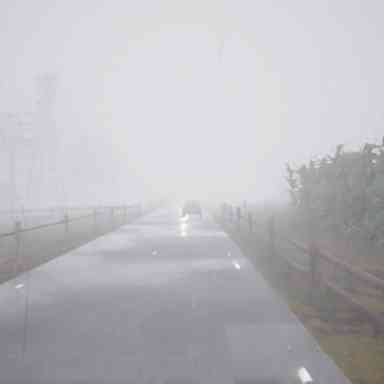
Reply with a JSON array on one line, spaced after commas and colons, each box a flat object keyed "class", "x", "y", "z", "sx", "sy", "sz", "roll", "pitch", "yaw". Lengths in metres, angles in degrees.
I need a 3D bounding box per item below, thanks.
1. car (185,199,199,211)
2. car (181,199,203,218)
[{"class": "car", "x": 0.050, "y": 1.695, "z": 45.537, "sx": 1.837, "sy": 1.490, "sz": 4.892, "roll": 0, "pitch": 0, "yaw": 1}, {"class": "car", "x": 0.013, "y": 1.595, "z": 31.759, "sx": 2.128, "sy": 1.511, "sz": 4.902, "roll": 0, "pitch": 0, "yaw": 0}]
